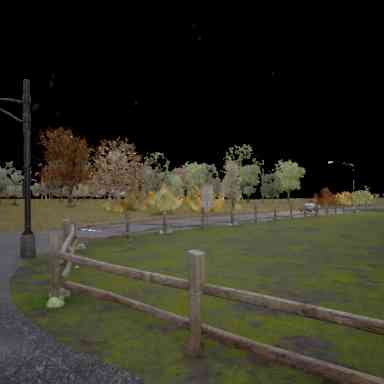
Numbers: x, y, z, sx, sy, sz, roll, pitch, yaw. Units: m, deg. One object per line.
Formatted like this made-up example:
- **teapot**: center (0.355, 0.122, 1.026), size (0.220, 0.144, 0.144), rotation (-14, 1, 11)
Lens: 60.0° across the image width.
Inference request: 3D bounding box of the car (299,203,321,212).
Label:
- **car**: center (18.874, 2.448, 52.974), size (2.033, 1.411, 5.357), rotation (-1, -2, 40)
